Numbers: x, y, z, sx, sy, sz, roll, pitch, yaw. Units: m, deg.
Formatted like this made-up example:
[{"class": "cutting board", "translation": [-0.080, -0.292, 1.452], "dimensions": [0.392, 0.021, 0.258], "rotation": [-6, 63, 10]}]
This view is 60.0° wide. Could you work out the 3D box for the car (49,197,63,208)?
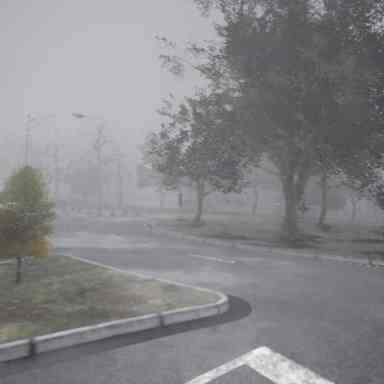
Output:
[{"class": "car", "translation": [-21.052, 1.510, 48.665], "dimensions": [4.902, 1.511, 2.128], "rotation": [3, -1, 24]}]
